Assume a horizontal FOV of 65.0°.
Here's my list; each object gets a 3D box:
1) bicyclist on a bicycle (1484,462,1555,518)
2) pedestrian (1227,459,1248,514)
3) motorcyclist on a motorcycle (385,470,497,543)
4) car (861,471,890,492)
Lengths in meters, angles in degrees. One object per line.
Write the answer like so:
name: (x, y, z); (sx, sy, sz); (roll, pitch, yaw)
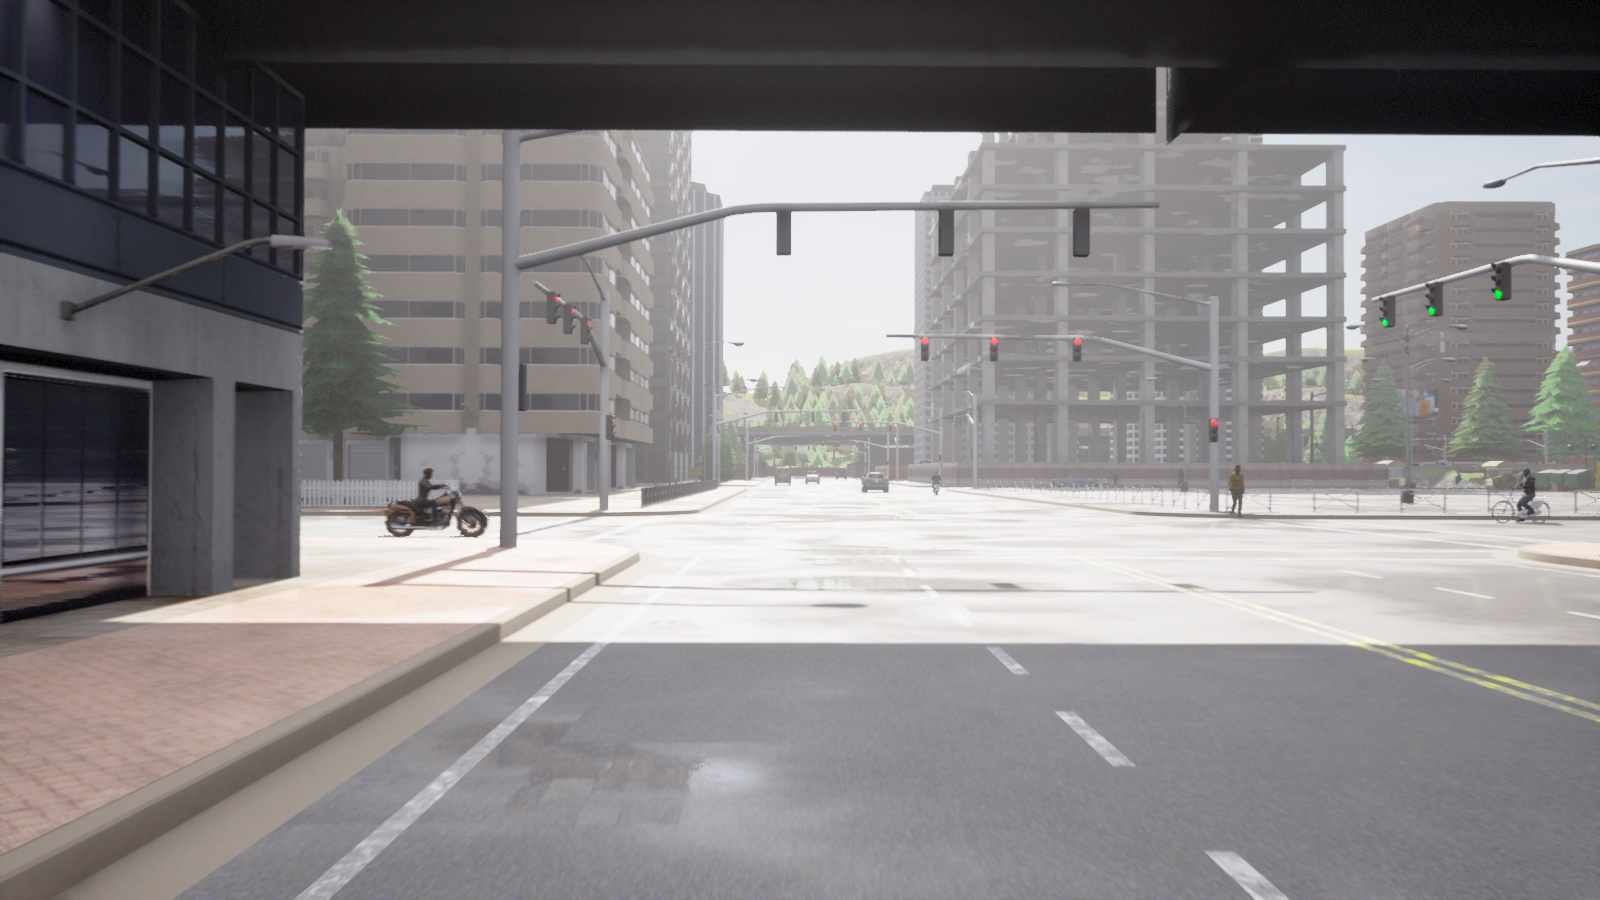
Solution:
bicyclist on a bicycle: (22.716, 1.258, 39.660); (1.843, 1.776, 0.659); (0, -1, 0)
pedestrian: (14.832, 1.227, 42.584); (0.431, 1.840, 0.709); (0, -1, 0)
motorcyclist on a motorcycle: (-8.219, 1.281, 28.820); (2.350, 1.649, 0.766); (0, -1, -1)
car: (5.587, 2.319, 93.263); (1.970, 1.475, 3.806); (0, -1, 0)
